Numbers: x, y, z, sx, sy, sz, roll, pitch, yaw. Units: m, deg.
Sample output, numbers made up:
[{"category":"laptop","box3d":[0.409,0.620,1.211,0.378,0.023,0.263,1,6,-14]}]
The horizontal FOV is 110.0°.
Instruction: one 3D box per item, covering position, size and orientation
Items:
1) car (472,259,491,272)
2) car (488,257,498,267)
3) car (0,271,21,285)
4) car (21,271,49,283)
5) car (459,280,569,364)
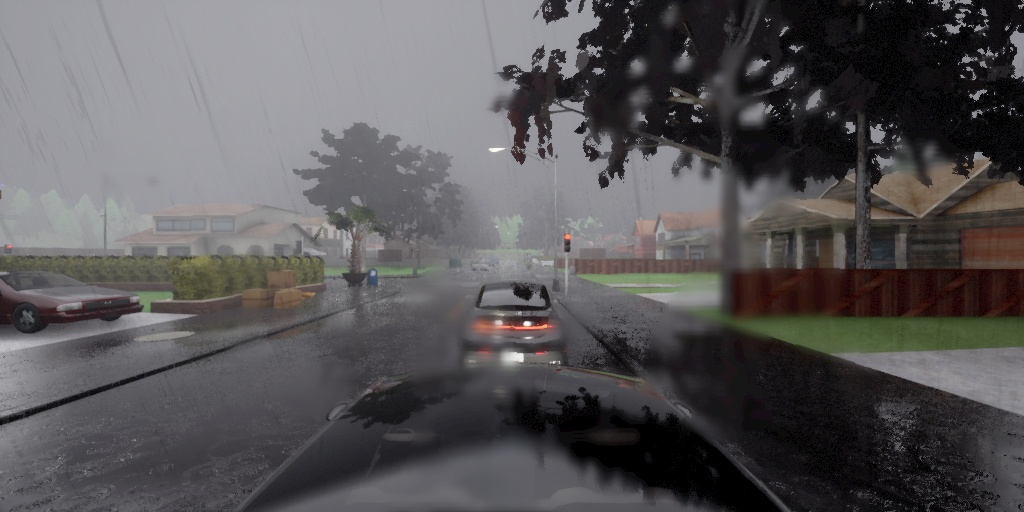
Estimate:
[{"category":"car","box3d":[-4.094,1.350,46.401,1.895,1.301,4.718,0,0,0]},{"category":"car","box3d":[-4.064,1.313,63.118,1.994,1.385,4.181,0,0,0]},{"category":"car","box3d":[-40.796,1.242,26.819,4.902,1.511,2.128,0,0,1]},{"category":"car","box3d":[-43.872,1.241,30.850,4.902,1.511,2.128,0,0,0]},{"category":"car","box3d":[0.043,1.255,7.686,1.837,1.490,4.892,0,0,0]}]
